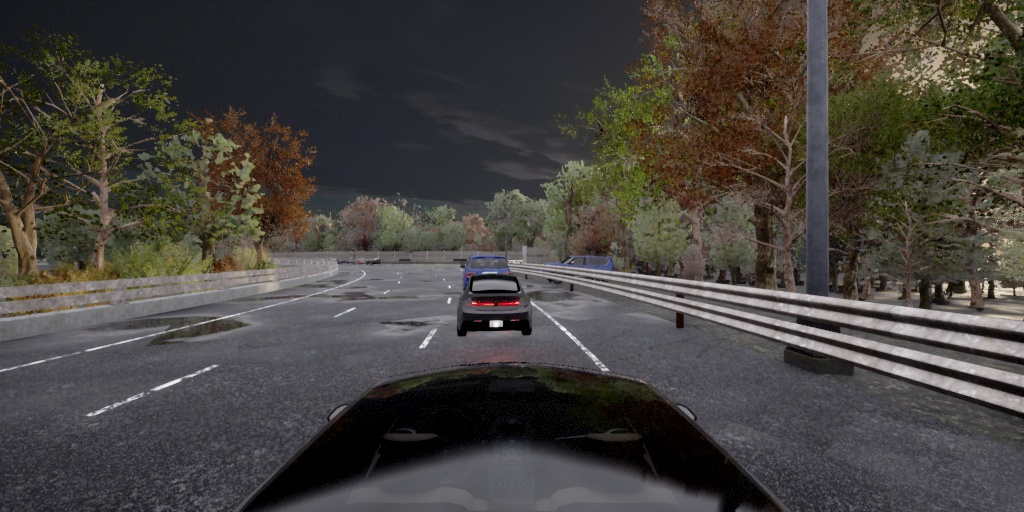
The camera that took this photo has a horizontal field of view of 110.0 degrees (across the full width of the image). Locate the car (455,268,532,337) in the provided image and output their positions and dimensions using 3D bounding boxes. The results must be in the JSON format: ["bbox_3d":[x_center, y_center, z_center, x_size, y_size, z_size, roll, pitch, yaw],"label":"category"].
[{"bbox_3d":[-0.562,1.255,10.364,1.837,1.490,4.892,0,0,-5],"label":"car"}]

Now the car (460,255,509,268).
[{"bbox_3d":[-1.335,0.971,17.843,2.150,2.045,5.566,0,0,-8],"label":"car"}]

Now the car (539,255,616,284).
[{"bbox_3d":[4.821,0.953,26.165,5.566,2.045,2.150,3,1,-9],"label":"car"}]
